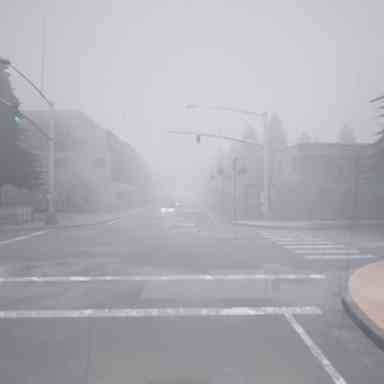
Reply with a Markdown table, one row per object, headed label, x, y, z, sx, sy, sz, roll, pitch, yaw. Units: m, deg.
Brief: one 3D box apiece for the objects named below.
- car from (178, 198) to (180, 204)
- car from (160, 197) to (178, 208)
| label | x | y | z | sx | sy | sz | roll | pitch | yaw |
| --- | --- | --- | --- | --- | --- | --- | --- | --- | --- |
| car | -3.445 | 1.611 | 66.339 | 1.994 | 1.385 | 4.181 | 0 | 0 | 1 |
| car | -3.538 | 1.526 | 48.754 | 2.128 | 1.511 | 4.902 | 0 | 0 | 0 |
